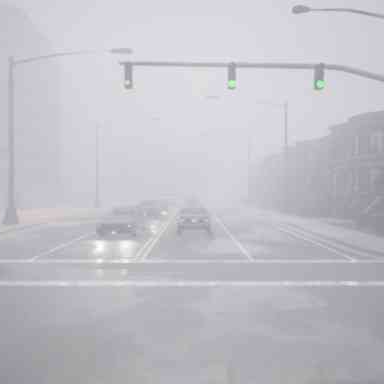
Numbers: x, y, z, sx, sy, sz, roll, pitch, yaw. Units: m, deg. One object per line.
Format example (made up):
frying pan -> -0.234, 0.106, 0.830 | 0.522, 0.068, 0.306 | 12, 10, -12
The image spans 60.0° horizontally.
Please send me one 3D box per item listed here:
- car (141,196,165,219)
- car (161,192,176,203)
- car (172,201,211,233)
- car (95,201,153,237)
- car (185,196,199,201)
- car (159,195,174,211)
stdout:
car -> -3.563, 1.372, 27.509 | 1.837, 1.490, 4.892 | 0, 0, 0
car -> -3.493, 0.989, 48.194 | 2.150, 2.045, 5.566 | 0, 0, 0
car -> 0.103, 1.456, 18.826 | 2.033, 1.411, 5.357 | 0, 0, 0
car -> -3.593, 1.461, 17.900 | 2.033, 1.411, 5.357 | 0, 0, 0
car -> 0.008, 1.246, 47.990 | 1.882, 1.535, 5.008 | 0, 0, 0
car -> -3.494, 1.365, 37.833 | 2.033, 1.411, 5.357 | 0, 0, 0
